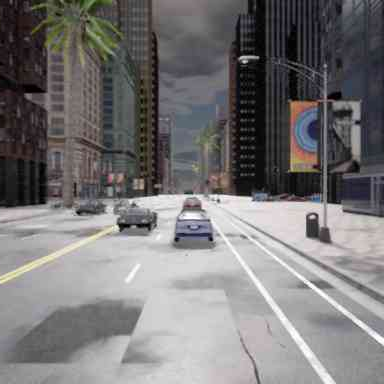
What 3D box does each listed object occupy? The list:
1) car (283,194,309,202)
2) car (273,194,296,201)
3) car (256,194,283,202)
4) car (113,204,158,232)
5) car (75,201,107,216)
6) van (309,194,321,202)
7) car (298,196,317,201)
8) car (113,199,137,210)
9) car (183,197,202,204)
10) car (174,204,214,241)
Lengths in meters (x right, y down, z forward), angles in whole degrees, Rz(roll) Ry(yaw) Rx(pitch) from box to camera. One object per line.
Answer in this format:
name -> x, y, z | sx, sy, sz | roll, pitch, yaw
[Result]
car -> 22.624, 1.593, 72.934 | 4.206, 1.307, 1.802 | 0, 0, 0
car -> 22.604, 1.306, 81.458 | 5.009, 1.841, 2.192 | 0, 0, 0
car -> 16.946, 1.569, 72.922 | 4.403, 1.369, 2.008 | 0, 0, 0
car -> -3.182, 1.608, 20.354 | 1.895, 1.301, 4.718 | 0, 0, 0
car -> -9.902, 1.564, 33.115 | 2.033, 1.411, 5.357 | 0, 0, 0
van -> 28.302, 1.345, 72.945 | 3.998, 1.788, 1.690 | 0, 0, 0
car -> 28.282, 1.566, 81.471 | 4.206, 1.307, 1.802 | 0, 0, 0
car -> -6.650, 1.506, 33.655 | 2.128, 1.511, 4.902 | 0, 0, 0
car -> 0.038, 1.364, 36.895 | 2.097, 1.767, 4.553 | 0, 0, 0
car -> 0.062, 1.551, 16.746 | 2.033, 1.411, 5.357 | 0, 0, -1
